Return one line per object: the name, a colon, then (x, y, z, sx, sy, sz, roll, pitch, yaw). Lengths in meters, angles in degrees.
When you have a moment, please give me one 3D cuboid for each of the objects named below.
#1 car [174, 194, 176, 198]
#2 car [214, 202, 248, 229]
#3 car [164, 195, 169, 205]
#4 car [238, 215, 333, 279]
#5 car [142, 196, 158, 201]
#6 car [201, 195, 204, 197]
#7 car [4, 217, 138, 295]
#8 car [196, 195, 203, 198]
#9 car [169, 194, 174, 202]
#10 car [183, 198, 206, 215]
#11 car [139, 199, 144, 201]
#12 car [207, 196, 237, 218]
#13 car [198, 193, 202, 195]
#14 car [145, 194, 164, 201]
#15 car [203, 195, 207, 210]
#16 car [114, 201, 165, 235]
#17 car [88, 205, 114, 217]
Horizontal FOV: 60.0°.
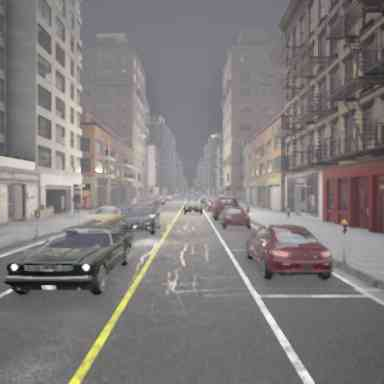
car: (-5.389, 1.431, 77.876, 2.008, 1.369, 4.403, 0, 0, 0)
car: (2.638, 1.558, 21.064, 1.802, 1.307, 4.206, 0, 0, 0)
car: (-5.388, 1.360, 55.148, 1.967, 1.590, 4.097, 0, 0, 0)
car: (2.638, 1.573, 9.701, 1.802, 1.307, 4.206, 0, 0, 0)
car: (-5.388, 1.514, 38.103, 1.947, 1.339, 4.313, 0, 0, 0)
car: (2.637, 1.480, 49.470, 2.008, 1.369, 4.403, 0, 0, 0)
car: (-2.851, 1.592, 8.826, 1.895, 1.301, 4.718, 0, 0, 0)
car: (0.100, 1.499, 46.281, 1.994, 1.385, 4.181, 0, 0, 0)
car: (-5.389, 1.472, 72.194, 1.802, 1.307, 4.206, 0, 0, 0)
car: (0.102, 1.556, 33.846, 1.895, 1.301, 4.718, 0, 0, 0)
car: (-5.388, 1.533, 26.740, 1.947, 1.339, 4.313, 0, 0, 0)
car: (2.638, 1.282, 26.746, 2.192, 1.841, 5.009, 0, 0, 0)
car: (2.636, 1.416, 72.365, 1.752, 1.417, 4.829, 0, 0, 0)
car: (-5.388, 1.254, 43.784, 2.192, 1.841, 5.009, 0, 0, 0)
car: (2.637, 1.388, 38.108, 1.967, 1.590, 4.097, 0, 0, 0)
car: (-2.835, 1.484, 18.886, 1.837, 1.490, 4.892, 0, 0, 0)
car: (-5.388, 1.502, 20.888, 1.752, 1.417, 4.829, 0, 0, 0)
